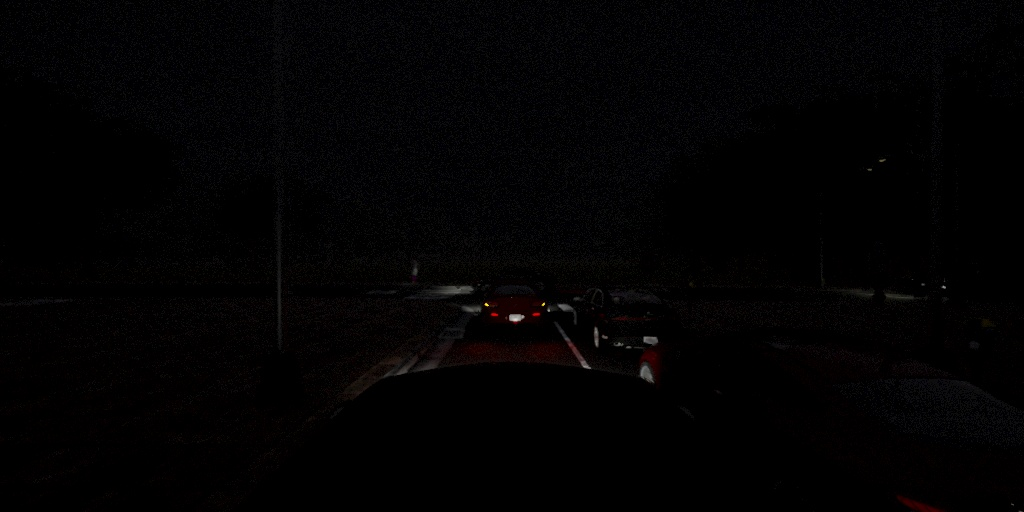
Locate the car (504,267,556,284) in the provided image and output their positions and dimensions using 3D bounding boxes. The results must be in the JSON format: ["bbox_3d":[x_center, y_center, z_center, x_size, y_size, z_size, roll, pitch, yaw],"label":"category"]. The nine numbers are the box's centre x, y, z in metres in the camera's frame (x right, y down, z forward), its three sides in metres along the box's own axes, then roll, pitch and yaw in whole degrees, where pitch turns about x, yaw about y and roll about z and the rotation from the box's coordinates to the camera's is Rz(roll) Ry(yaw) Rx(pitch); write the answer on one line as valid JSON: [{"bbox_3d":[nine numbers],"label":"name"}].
[{"bbox_3d":[0.241,1.445,22.278,4.892,1.490,1.837,0,0,0],"label":"car"}]

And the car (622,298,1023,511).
[{"bbox_3d":[2.636,1.349,3.444,1.802,1.307,4.207,0,0,0],"label":"car"}]

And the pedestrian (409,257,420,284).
[{"bbox_3d":[-6.897,1.000,25.161,0.375,1.860,0.375,0,0,0],"label":"pedestrian"}]

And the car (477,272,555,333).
[{"bbox_3d":[0.034,1.370,11.059,1.812,1.442,4.674,0,-1,-1],"label":"car"}]

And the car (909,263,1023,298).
[{"bbox_3d":[28.320,1.443,22.295,5.566,2.045,2.150,1,1,0],"label":"car"}]

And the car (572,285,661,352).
[{"bbox_3d":[2.632,1.374,8.975,2.007,1.370,4.403,0,0,0],"label":"car"}]
